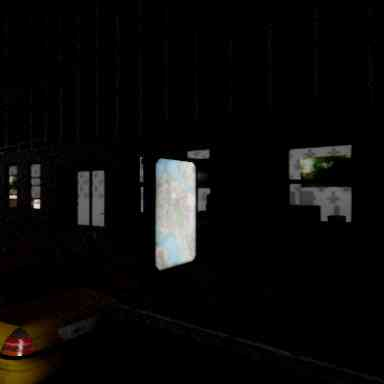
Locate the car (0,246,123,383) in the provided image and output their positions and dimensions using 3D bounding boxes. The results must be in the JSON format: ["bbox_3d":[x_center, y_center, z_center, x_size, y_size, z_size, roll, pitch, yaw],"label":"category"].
[{"bbox_3d":[-3.174,1.523,5.138,4.829,1.417,1.752,0,0,35],"label":"car"}]
